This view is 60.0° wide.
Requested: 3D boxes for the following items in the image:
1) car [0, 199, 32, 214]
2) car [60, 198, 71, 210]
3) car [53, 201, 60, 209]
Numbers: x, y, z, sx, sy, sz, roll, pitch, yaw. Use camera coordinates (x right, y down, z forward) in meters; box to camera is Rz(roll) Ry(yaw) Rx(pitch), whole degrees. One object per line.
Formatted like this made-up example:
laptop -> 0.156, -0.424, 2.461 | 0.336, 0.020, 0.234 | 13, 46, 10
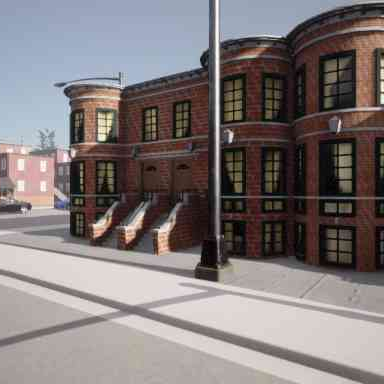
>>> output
car -> -18.767, 1.491, 33.567 | 2.128, 1.511, 4.902 | 0, 0, 36
car -> -13.327, 1.599, 41.167 | 1.895, 1.301, 4.718 | 0, 0, 36
car -> -15.729, 1.478, 43.828 | 1.882, 1.535, 5.008 | 0, 0, 35
